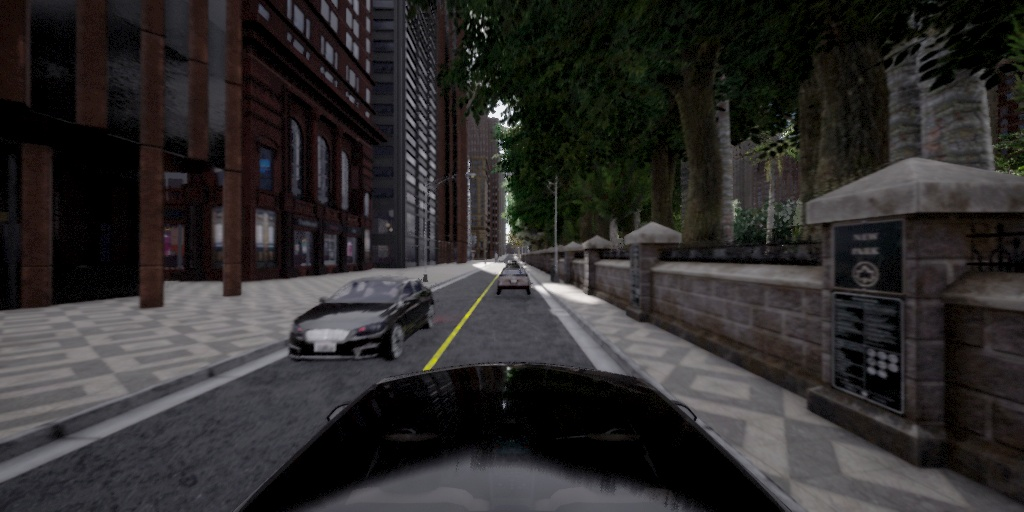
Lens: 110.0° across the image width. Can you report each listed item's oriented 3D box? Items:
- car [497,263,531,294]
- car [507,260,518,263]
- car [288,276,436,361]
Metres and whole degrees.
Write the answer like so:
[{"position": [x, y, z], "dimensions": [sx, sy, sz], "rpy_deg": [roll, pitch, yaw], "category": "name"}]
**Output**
[{"position": [0.094, 1.315, 20.526], "dimensions": [2.033, 1.411, 5.357], "rpy_deg": [0, 0, 0], "category": "car"}, {"position": [0.110, 1.314, 48.131], "dimensions": [1.837, 1.490, 4.892], "rpy_deg": [0, 0, 0], "category": "car"}, {"position": [-3.089, 1.244, 8.386], "dimensions": [2.128, 1.511, 4.902], "rpy_deg": [0, 0, 0], "category": "car"}]
